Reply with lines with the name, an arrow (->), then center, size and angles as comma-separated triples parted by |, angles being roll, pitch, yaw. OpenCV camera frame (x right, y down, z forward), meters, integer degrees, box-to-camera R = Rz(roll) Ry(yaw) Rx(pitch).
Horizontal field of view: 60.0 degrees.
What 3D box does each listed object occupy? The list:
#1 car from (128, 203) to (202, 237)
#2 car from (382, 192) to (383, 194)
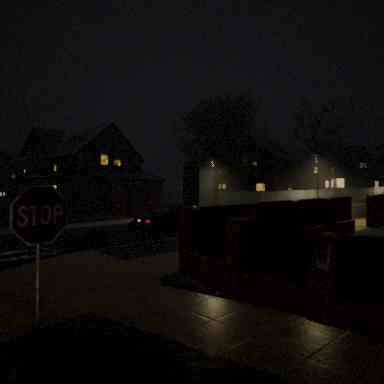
car -> -0.415, 1.242, 16.134 | 5.357, 1.411, 2.033 | -2, 2, -41
car -> 22.200, 0.401, 35.975 | 4.553, 1.767, 2.097 | -2, 2, -41
